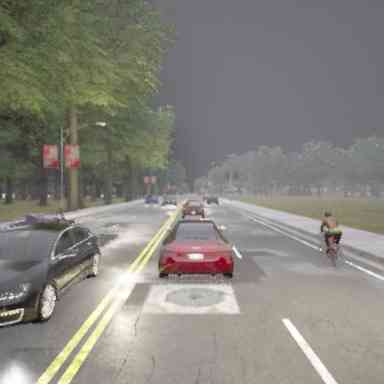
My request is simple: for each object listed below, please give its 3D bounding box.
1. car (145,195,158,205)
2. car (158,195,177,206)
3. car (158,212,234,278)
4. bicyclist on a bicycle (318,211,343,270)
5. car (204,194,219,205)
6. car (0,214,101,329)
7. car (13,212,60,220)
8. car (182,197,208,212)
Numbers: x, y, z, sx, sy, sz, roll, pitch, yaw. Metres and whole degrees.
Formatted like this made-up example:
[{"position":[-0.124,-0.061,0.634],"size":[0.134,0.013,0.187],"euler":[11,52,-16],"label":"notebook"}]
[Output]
[{"position":[-6.544,1.289,54.734],"size":[1.882,1.535,5.008],"euler":[0,0,0],"label":"car"},{"position":[-3.310,1.180,49.110],"size":[2.097,1.767,4.553],"euler":[0,0,0],"label":"car"},{"position":[0.103,1.522,10.045],"size":[1.994,1.385,4.181],"euler":[0,0,0],"label":"car"},{"position":[4.146,1.411,9.985],"size":[0.582,1.620,1.656],"euler":[0,0,0],"label":"bicyclist on a bicycle"},{"position":[3.369,1.315,55.213],"size":[1.837,1.490,4.892],"euler":[0,0,0],"label":"car"},{"position":[-3.350,1.474,7.148],"size":[1.837,1.490,4.892],"euler":[0,0,0],"label":"car"},{"position":[-6.596,1.542,14.010],"size":[1.895,1.301,4.718],"euler":[0,0,0],"label":"car"},{"position":[0.109,1.418,27.939],"size":[1.812,1.442,4.674],"euler":[0,0,0],"label":"car"}]
